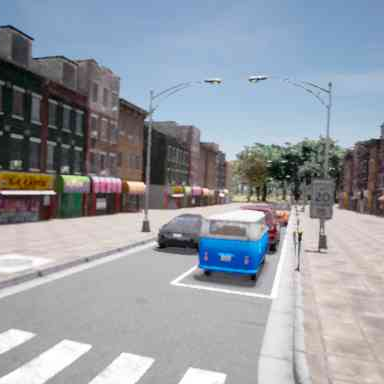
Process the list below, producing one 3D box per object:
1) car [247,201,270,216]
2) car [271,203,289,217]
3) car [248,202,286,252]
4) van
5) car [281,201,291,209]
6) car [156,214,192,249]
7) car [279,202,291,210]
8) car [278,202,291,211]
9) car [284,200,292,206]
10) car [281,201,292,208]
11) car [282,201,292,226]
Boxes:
[{"bbox_3d":[8.365,2.001,41.465,2.128,1.511,4.902,3,0,18],"label":"car"},{"bbox_3d":[11.023,2.187,41.382,1.887,1.381,4.507,2,0,17],"label":"car"},{"bbox_3d":[3.034,1.566,15.563,2.192,1.841,5.009,2,0,17],"label":"car"},{"bbox_3d":[1.434,1.517,10.400,1.690,1.788,3.998,2,0,17],"label":"van"},{"bbox_3d":[19.018,2.610,67.202,1.887,1.381,4.507,2,0,17],"label":"car"},{"bbox_3d":[0.044,1.666,14.640,1.994,1.385,4.181,3,0,18],"label":"car"},{"bbox_3d":[17.419,2.528,62.038,2.008,1.369,4.403,2,0,17],"label":"car"},{"bbox_3d":[15.819,2.457,56.874,1.947,1.339,4.313,2,0,17],"label":"car"},{"bbox_3d":[25.413,2.972,87.857,1.887,1.381,4.507,2,0,17],"label":"car"},{"bbox_3d":[20.616,2.705,72.365,2.008,1.369,4.403,2,0,17],"label":"car"},{"bbox_3d":[7.021,1.794,28.016,2.097,1.767,4.553,3,0,17],"label":"car"}]
